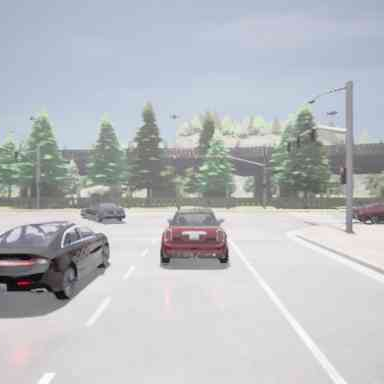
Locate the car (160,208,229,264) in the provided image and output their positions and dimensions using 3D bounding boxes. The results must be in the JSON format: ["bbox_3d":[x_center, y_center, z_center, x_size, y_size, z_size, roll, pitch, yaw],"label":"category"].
[{"bbox_3d":[0.132,1.356,12.012,2.097,1.767,4.553,0,0,2],"label":"car"}]

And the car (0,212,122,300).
[{"bbox_3d":[-3.437,1.494,8.363,2.128,1.511,4.902,0,0,0],"label":"car"}]

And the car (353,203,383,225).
[{"bbox_3d":[13.664,1.476,23.262,4.674,1.442,1.812,0,0,0],"label":"car"}]

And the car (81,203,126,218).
[{"bbox_3d":[-7.032,1.528,26.010,2.033,1.411,5.357,0,0,-36],"label":"car"}]
